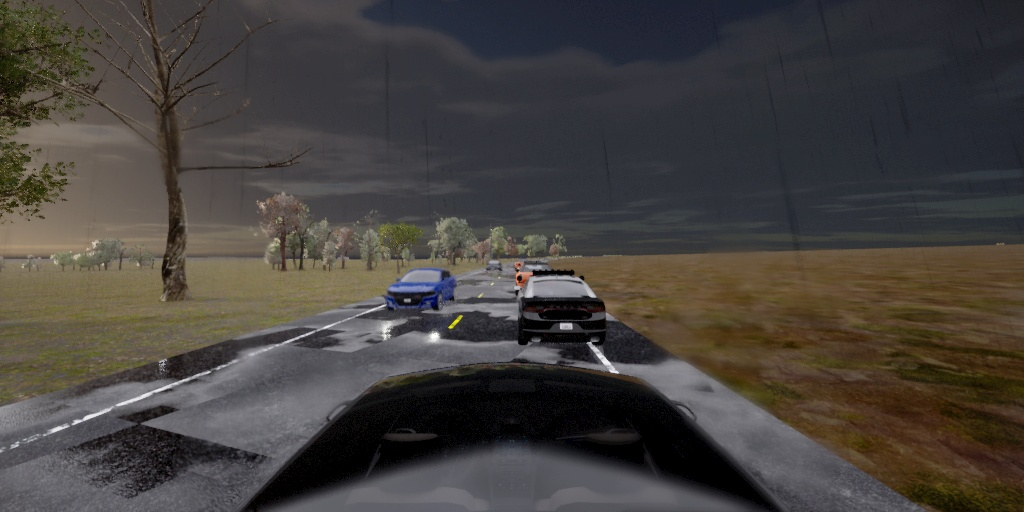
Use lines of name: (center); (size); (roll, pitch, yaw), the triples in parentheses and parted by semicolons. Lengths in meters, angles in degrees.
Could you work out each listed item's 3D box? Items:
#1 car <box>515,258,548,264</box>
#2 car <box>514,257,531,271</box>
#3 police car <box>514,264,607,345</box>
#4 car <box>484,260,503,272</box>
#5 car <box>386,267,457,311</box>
car: (1.244, 1.100, 19.434); (2.097, 1.767, 4.553); (0, 0, 1)
car: (1.530, 1.089, 50.749); (2.097, 1.767, 4.553); (0, 0, 4)
police car: (1.088, 1.175, 9.609); (1.930, 1.638, 5.238); (0, 0, 1)
car: (-2.274, 1.267, 46.087); (1.812, 1.442, 4.674); (0, 0, 3)
car: (-3.478, 1.227, 14.568); (1.882, 1.535, 5.008); (0, 0, 1)
